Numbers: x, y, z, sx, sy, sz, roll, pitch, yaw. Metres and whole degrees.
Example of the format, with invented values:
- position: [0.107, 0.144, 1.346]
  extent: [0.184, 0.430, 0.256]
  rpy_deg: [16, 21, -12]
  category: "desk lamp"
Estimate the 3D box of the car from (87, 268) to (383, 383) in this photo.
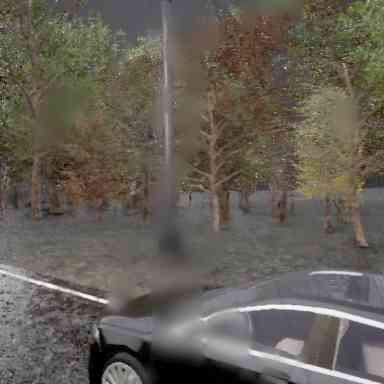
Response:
- position: [1.097, 1.490, 2.942]
  extent: [4.902, 1.511, 2.128]
  rpy_deg: [0, 0, 35]
  category: "car"
